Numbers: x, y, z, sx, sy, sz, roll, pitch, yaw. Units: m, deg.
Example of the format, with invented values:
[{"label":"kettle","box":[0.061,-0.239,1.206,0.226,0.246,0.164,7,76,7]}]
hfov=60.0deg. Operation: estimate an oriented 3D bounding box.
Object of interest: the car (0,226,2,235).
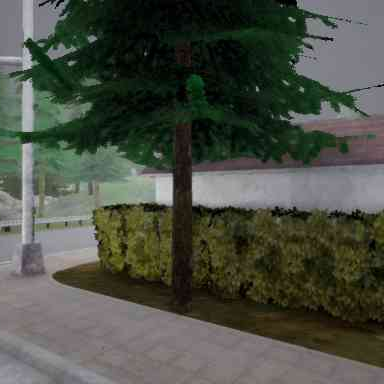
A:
[{"label":"car","box":[-11.055,1.765,14.361,1.895,1.301,4.718,0,-1,35]}]
